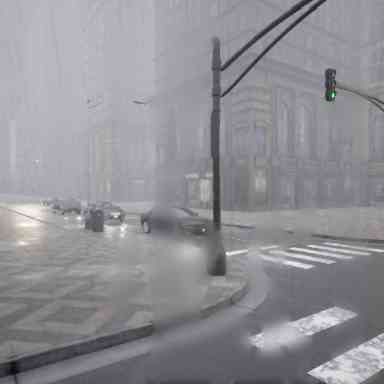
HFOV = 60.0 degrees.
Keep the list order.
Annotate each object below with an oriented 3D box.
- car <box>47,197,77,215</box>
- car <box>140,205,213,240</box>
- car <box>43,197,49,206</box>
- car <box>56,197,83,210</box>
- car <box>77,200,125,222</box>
[{"bbox_3d":[-12.954,1.518,34.131,2.033,1.411,5.357,0,0,-35],"label":"car"},{"bbox_3d":[-0.894,1.470,17.211,1.882,1.535,5.008,0,0,-36],"label":"car"},{"bbox_3d":[-21.983,1.446,52.116,1.812,1.442,4.674,0,0,-35],"label":"car"},{"bbox_3d":[-16.342,1.489,44.301,2.033,1.411,5.357,0,0,-35],"label":"car"},{"bbox_3d":[-6.807,1.480,25.499,2.128,1.511,4.902,0,0,-36],"label":"car"}]
